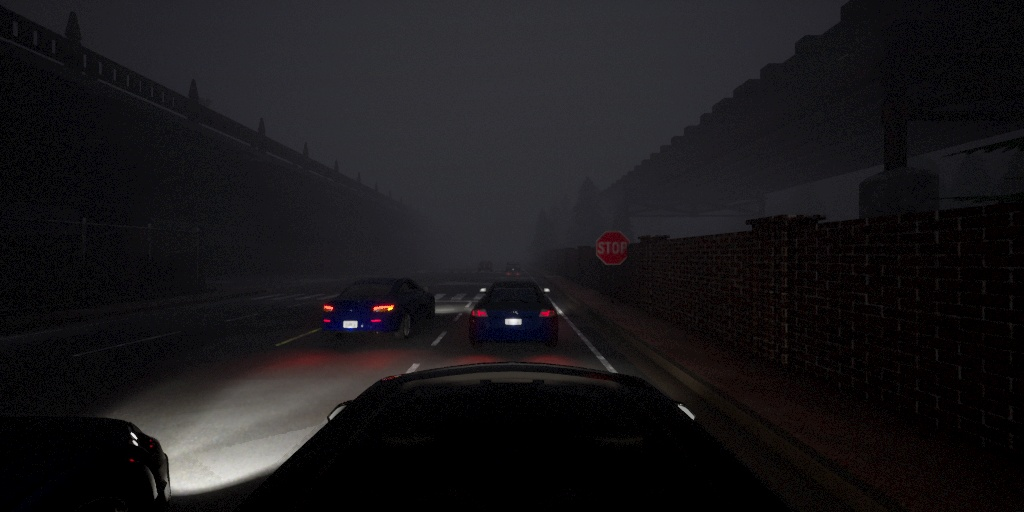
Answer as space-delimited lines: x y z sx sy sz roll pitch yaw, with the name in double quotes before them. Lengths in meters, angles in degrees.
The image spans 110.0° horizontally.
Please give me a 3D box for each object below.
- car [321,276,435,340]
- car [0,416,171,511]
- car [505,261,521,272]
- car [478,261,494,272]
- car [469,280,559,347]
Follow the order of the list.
"car" -3.410 1.276 9.859 1.812 1.442 4.674 0 0 0
"car" -3.399 1.314 0.763 1.994 1.385 4.181 0 0 0
"car" 0.115 1.351 46.149 1.895 1.301 4.718 0 0 -1
"car" -3.380 1.297 45.981 2.033 1.411 5.357 0 0 -1
"car" 0.072 1.314 9.335 1.994 1.385 4.181 0 0 1
